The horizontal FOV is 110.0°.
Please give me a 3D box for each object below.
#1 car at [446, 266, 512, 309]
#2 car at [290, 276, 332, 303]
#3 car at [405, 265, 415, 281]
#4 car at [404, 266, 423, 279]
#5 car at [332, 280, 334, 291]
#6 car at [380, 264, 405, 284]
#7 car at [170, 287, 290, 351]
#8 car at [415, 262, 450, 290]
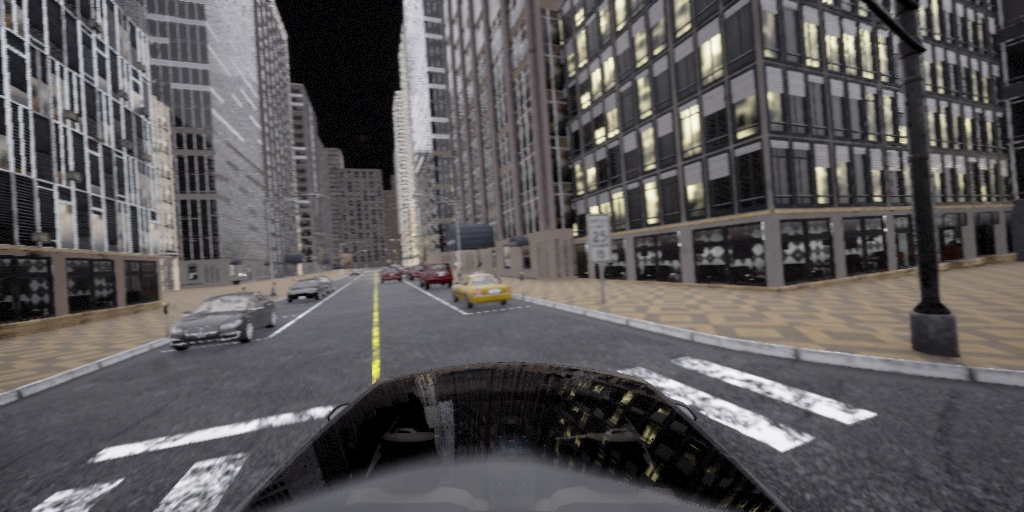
[{"bbox_3d":[-1.430,1.330,15.512,1.751,1.417,4.829,0,0,-21],"label":"car"},{"bbox_3d":[-13.424,2.198,23.687,1.948,1.339,4.313,0,0,-21],"label":"car"},{"bbox_3d":[-10.691,1.807,41.131,2.097,1.767,4.553,-4,0,-21],"label":"car"},{"bbox_3d":[-13.137,2.128,47.716,1.837,1.490,4.892,-4,0,-21],"label":"car"},{"bbox_3d":[-15.420,2.322,28.962,2.007,1.370,4.403,0,0,-21],"label":"car"},{"bbox_3d":[-13.265,1.980,39.300,2.097,1.767,4.553,-4,0,-20],"label":"car"},{"bbox_3d":[-8.656,1.848,11.163,2.007,1.370,4.403,0,0,-21],"label":"car"},{"bbox_3d":[-5.621,1.418,26.698,2.192,1.841,5.009,0,0,-21],"label":"car"}]
